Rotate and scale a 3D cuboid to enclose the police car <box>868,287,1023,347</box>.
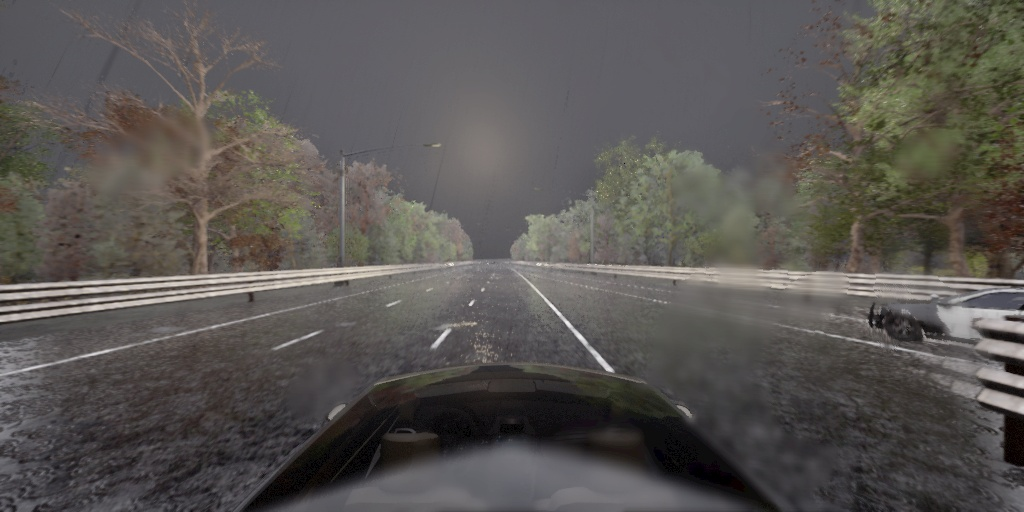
[{"bbox_3d":[10.699,1.345,7.456,2.038,1.542,4.974,0,-1,-11],"label":"police car"}]
